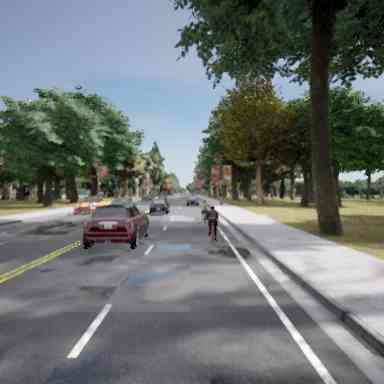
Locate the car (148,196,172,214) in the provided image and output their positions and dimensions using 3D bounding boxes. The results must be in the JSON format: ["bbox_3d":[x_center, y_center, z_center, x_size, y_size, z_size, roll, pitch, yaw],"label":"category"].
[{"bbox_3d":[-3.160,1.423,33.512,1.812,1.442,4.674,0,0,0],"label":"car"}]

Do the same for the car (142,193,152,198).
[{"bbox_3d":[-9.771,1.109,73.052,2.097,1.767,4.553,0,0,0],"label":"car"}]

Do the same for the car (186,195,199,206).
[{"bbox_3d":[0.083,1.396,52.403,2.033,1.411,5.357,0,0,0],"label":"car"}]

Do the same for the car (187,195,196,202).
[{"bbox_3d":[-0.022,1.410,73.751,1.895,1.301,4.718,0,0,0],"label":"car"}]

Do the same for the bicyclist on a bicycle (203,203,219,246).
[{"bbox_3d":[0.889,1.411,14.109,0.582,1.620,1.656,0,0,0],"label":"bicyclist on a bicycle"}]

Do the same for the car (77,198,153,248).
[{"bbox_3d":[-3.155,1.308,14.661,2.097,1.767,4.553,0,0,0],"label":"car"}]

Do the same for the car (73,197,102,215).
[{"bbox_3d":[-9.852,1.252,32.379,2.097,1.767,4.553,0,0,0],"label":"car"}]

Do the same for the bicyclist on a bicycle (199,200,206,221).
[{"bbox_3d":[0.903,1.366,23.467,0.866,1.612,1.509,0,0,0],"label":"bicyclist on a bicycle"}]

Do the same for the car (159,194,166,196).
[{"bbox_3d":[-6.521,1.286,72.606,2.128,1.511,4.902,0,0,0],"label":"car"}]
